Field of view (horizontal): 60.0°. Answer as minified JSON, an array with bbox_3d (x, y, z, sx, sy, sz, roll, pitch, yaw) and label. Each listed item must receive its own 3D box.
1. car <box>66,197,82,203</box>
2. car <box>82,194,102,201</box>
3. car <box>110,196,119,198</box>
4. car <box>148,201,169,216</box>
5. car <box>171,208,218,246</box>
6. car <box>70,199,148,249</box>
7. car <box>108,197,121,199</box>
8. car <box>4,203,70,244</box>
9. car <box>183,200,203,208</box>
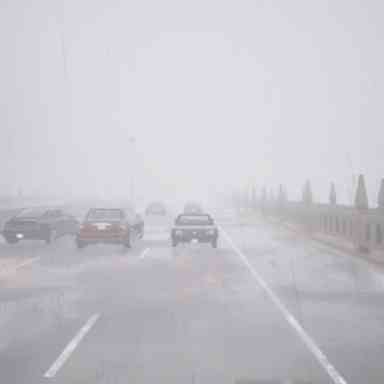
[{"bbox_3d":[-21.014,1.599,59.891,1.895,1.301,4.718,0,0,1],"label":"car"},{"bbox_3d":[-17.529,1.350,59.590,2.097,1.767,4.553,0,0,1],"label":"car"},{"bbox_3d":[-14.024,1.491,60.308,2.128,1.511,4.902,0,0,1],"label":"car"},{"bbox_3d":[-3.398,1.563,32.617,1.994,1.385,4.181,0,0,0],"label":"car"},{"bbox_3d":[0.101,1.600,15.126,1.895,1.301,4.718,0,0,0],"label":"car"},{"bbox_3d":[-3.399,1.352,14.622,2.097,1.767,4.553,0,0,0],"label":"car"},{"bbox_3d":[-6.911,1.525,33.111,1.812,1.442,4.674,0,0,0],"label":"car"},{"bbox_3d":[-6.898,1.504,15.751,1.837,1.490,4.892,0,0,0],"label":"car"},{"bbox_3d":[0.089,1.525,33.025,1.812,1.442,4.674,0,0,0],"label":"car"}]
